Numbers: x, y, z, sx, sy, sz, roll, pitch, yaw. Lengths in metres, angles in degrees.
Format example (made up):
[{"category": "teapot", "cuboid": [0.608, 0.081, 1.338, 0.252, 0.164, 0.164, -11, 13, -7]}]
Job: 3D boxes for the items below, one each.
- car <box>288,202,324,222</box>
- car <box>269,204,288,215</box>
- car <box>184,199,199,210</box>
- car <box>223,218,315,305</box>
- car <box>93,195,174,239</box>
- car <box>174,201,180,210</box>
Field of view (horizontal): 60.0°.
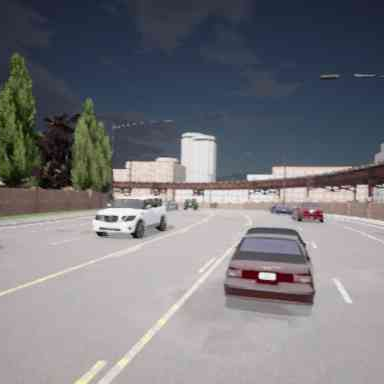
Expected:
[{"category": "car", "cuboid": [10.329, 1.702, 30.020, 2.097, 1.767, 4.553, 1, -1, 8]}, {"category": "car", "cuboid": [11.335, 2.210, 43.075, 1.994, 1.385, 4.181, 2, -2, 0]}, {"category": "car", "cuboid": [-0.173, 2.170, 58.860, 2.150, 2.045, 5.566, 2, -3, -7]}, {"category": "car", "cuboid": [2.034, 1.613, 8.532, 2.033, 1.411, 5.357, 1, 0, 15]}, {"category": "car", "cuboid": [-3.012, 1.195, 17.611, 2.150, 2.045, 5.566, 1, 0, 14]}, {"category": "car", "cuboid": [-2.963, 2.033, 50.554, 1.812, 1.442, 4.674, 2, -2, -3]}]
